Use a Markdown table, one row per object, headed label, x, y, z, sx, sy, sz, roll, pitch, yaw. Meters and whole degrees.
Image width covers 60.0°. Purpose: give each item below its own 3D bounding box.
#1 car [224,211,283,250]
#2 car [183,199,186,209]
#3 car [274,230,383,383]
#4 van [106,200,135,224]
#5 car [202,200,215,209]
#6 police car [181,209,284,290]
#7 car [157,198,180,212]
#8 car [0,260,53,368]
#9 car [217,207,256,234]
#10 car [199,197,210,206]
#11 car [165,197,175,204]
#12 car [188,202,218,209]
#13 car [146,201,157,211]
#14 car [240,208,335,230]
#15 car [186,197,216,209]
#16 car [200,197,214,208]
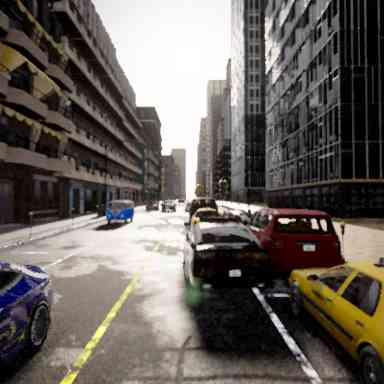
| label | x | y | z | sx | sy | sz | roll | pitch | yaw |
| --- | --- | --- | --- | --- | --- | --- | --- | --- | --- |
| car | 2.698 | 1.692 | 15.587 | 1.947 | 1.339 | 4.313 | 1 | 0 | 0 |
| car | -0.001 | 1.943 | 47.265 | 1.812 | 1.442 | 4.674 | 0 | -1 | 0 |
| car | 2.701 | 1.564 | 4.713 | 1.752 | 1.417 | 4.829 | 1 | 0 | 0 |
| van | -5.681 | 1.563 | 26.634 | 1.690 | 1.788 | 3.998 | 1 | -1 | 0 |
| car | 2.689 | 2.055 | 54.245 | 1.947 | 1.339 | 4.313 | 1 | -1 | 0 |
| police car | 0.736 | 1.502 | 9.482 | 1.930 | 1.638 | 5.238 | 0 | 0 | -4 |
| car | -3.106 | 1.887 | 45.057 | 2.128 | 1.511 | 4.902 | 0 | -1 | 0 |
| car | -3.103 | 1.555 | 3.563 | 1.812 | 1.442 | 4.674 | 0 | 0 | 0 |
| car | 2.697 | 1.718 | 21.111 | 1.887 | 1.381 | 4.507 | 1 | -1 | 0 |
| car | 2.688 | 1.979 | 70.816 | 2.192 | 1.841 | 5.009 | 1 | -1 | 0 |
| car | -5.697 | 2.170 | 87.383 | 2.192 | 1.841 | 5.009 | 1 | -1 | 0 |
| car | 0.849 | 1.616 | 19.610 | 1.801 | 1.575 | 5.366 | 0 | 0 | 0 |
| car | -5.690 | 2.014 | 48.722 | 1.802 | 1.307 | 4.206 | 1 | -1 | 0 |
| car | 2.703 | 1.396 | 10.066 | 2.192 | 1.841 | 5.009 | 1 | 0 | 0 |
| car | 0.822 | 1.434 | 25.474 | 2.150 | 2.045 | 5.566 | 0 | 0 | -1 |
| car | 2.691 | 1.861 | 59.771 | 2.192 | 1.841 | 5.009 | 1 | -1 | 0 |
